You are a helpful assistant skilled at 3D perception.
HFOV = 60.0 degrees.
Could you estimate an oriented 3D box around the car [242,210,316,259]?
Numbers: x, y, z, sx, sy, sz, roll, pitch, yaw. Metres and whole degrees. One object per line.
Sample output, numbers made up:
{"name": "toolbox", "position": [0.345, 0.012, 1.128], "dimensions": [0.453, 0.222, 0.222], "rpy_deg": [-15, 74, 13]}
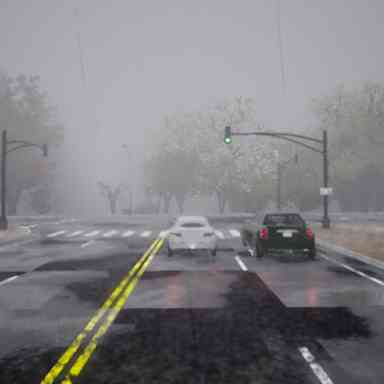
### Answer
{"name": "car", "position": [3.291, 1.500, 13.443], "dimensions": [2.097, 1.767, 4.553], "rpy_deg": [0, -1, 1]}

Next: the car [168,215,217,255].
{"name": "car", "position": [-0.015, 1.679, 13.894], "dimensions": [1.812, 1.442, 4.674], "rpy_deg": [0, 0, -1]}
